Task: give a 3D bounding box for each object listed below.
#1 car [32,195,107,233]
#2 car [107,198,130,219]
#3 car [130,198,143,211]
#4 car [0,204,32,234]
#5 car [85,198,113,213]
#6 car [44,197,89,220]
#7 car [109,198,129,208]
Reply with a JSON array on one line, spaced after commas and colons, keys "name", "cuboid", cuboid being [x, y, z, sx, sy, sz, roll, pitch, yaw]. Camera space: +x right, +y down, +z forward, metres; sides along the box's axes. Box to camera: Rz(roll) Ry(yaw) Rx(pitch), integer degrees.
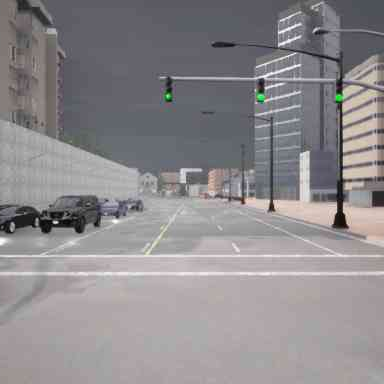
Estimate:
[{"name": "car", "cuboid": [-7.081, 1.221, 20.034, 2.150, 2.045, 5.566, 0, 0, 0]}, {"name": "car", "cuboid": [-7.078, 1.525, 29.674, 1.812, 1.442, 4.674, 0, 0, 0]}, {"name": "car", "cuboid": [-7.064, 1.491, 40.017, 2.128, 1.511, 4.902, 0, 0, 0]}, {"name": "car", "cuboid": [-10.585, 1.505, 19.406, 1.837, 1.490, 4.892, 0, 0, 0]}, {"name": "car", "cuboid": [-10.568, 1.505, 38.291, 1.837, 1.490, 4.892, 0, 0, 0]}, {"name": "car", "cuboid": [-10.580, 1.352, 28.474, 2.097, 1.767, 4.553, 0, 0, 0]}, {"name": "car", "cuboid": [-10.524, 1.600, 48.351, 1.895, 1.301, 4.718, 0, 0, 1]}]
